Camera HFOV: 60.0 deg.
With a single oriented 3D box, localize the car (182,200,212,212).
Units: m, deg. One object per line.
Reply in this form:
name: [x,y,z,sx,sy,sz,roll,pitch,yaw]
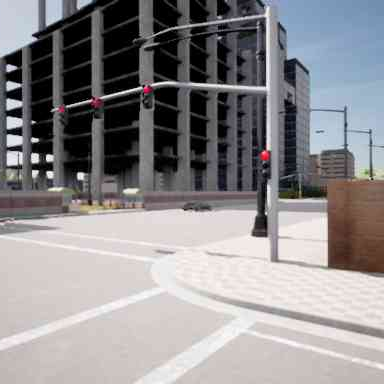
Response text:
car: [0.620,1.686,40.433,1.994,1.385,4.181,0,0,36]
